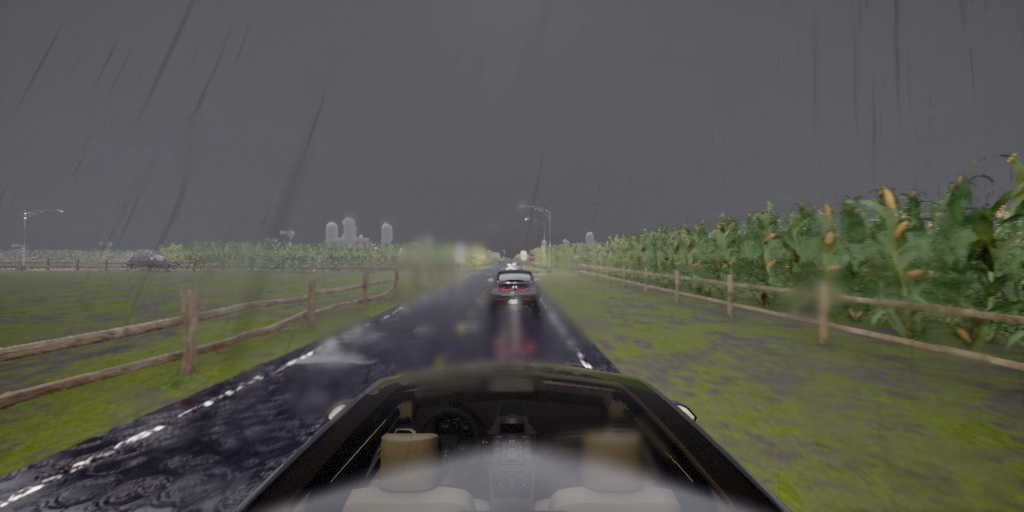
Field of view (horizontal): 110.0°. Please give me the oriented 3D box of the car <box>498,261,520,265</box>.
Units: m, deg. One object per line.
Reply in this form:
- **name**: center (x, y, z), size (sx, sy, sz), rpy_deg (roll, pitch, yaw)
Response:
- **car**: center (0.105, 1.340, 29.698), size (2.033, 1.411, 5.357), rpy_deg (0, 0, 0)

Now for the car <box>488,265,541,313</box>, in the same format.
- **car**: center (0.101, 1.275, 14.062), size (1.837, 1.490, 4.892), rpy_deg (0, 0, 0)
